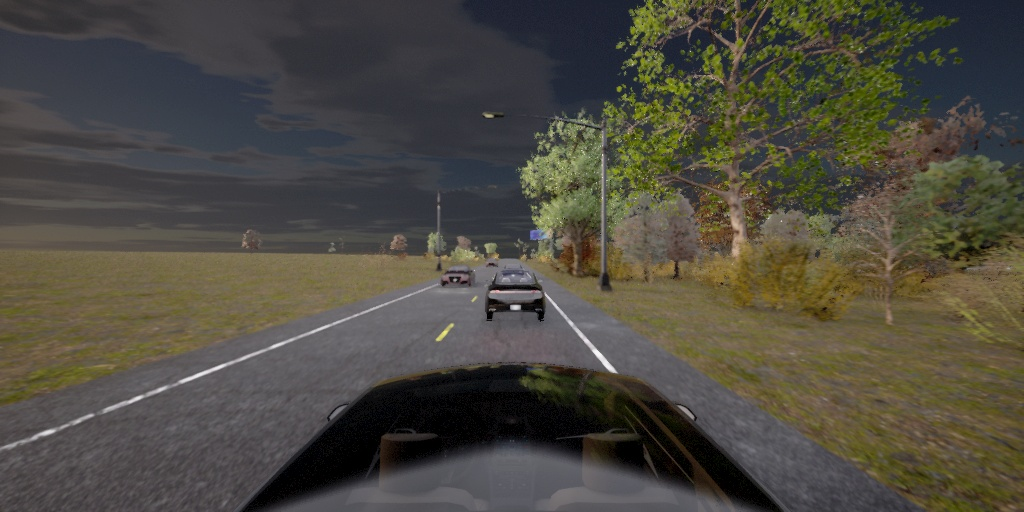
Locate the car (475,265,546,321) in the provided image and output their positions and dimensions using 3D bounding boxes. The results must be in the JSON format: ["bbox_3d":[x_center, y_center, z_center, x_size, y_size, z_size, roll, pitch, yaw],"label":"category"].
[{"bbox_3d":[0.101,1.244,12.570,2.128,1.511,4.902,0,0,0],"label":"car"}]

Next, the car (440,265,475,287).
[{"bbox_3d":[-3.597,1.320,24.593,1.994,1.385,4.181,0,0,0],"label":"car"}]

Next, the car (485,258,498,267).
[{"bbox_3d":[-3.535,1.129,63.156,2.097,1.767,4.553,0,0,1],"label":"car"}]
